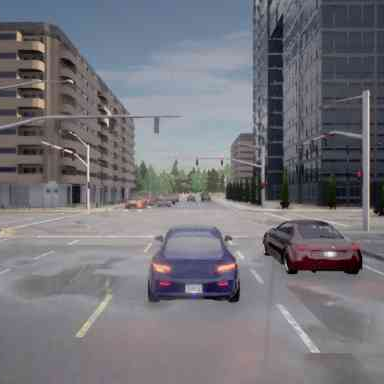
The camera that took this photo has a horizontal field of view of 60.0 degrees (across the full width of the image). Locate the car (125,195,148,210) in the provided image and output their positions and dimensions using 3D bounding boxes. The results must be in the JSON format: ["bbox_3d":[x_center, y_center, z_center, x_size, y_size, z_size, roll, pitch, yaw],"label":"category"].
[{"bbox_3d":[-7.470,1.351,43.869,2.097,1.767,4.553,0,0,0],"label":"car"}]

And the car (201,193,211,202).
[{"bbox_3d":[3.321,1.355,77.681,2.097,1.767,4.553,0,0,1],"label":"car"}]

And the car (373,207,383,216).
[{"bbox_3d":[19.447,1.656,30.726,4.718,1.301,1.895,0,0,0],"label":"car"}]

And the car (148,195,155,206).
[{"bbox_3d":[-7.493,1.351,54.004,2.097,1.767,4.553,0,0,0],"label":"car"}]

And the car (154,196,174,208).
[{"bbox_3d":[-4.006,1.601,48.447,1.895,1.301,4.718,0,0,0],"label":"car"}]

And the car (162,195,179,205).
[{"bbox_3d":[-3.935,1.601,59.876,1.895,1.301,4.718,0,0,1],"label":"car"}]

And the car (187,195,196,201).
[{"bbox_3d":[-0.074,1.525,87.816,2.128,1.511,4.902,0,0,1],"label":"car"}]

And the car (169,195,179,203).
[{"bbox_3d":[-3.755,1.478,70.435,1.882,1.535,5.008,0,0,1],"label":"car"}]

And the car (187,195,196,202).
[{"bbox_3d":[-0.180,1.540,77.472,2.033,1.411,5.357,0,0,1],"label":"car"}]

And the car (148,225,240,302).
[{"bbox_3d":[0.044,1.526,8.114,1.812,1.442,4.674,0,0,0],"label":"car"}]

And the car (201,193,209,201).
[{"bbox_3d":[3.427,1.225,87.844,2.150,2.045,5.566,0,0,1],"label":"car"}]

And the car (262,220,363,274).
[{"bbox_3d":[3.552,1.564,10.538,1.994,1.385,4.181,0,0,0],"label":"car"}]

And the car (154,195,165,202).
[{"bbox_3d":[-7.208,1.470,74.962,1.882,1.535,5.008,0,0,1],"label":"car"}]
